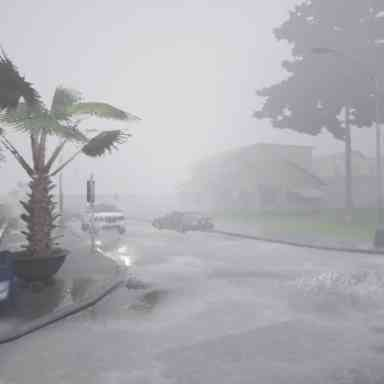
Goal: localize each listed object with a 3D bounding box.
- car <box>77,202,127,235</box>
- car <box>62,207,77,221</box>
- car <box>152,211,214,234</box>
[{"bbox_3d":[-6.246,1.756,23.132,2.150,2.045,5.566,-1,-1,-27],"label":"car"},{"bbox_3d":[-13.931,2.497,38.571,2.033,1.411,5.357,-1,-1,-26],"label":"car"},{"bbox_3d":[-0.742,1.974,22.589,2.033,1.411,5.357,0,-1,-34],"label":"car"}]
